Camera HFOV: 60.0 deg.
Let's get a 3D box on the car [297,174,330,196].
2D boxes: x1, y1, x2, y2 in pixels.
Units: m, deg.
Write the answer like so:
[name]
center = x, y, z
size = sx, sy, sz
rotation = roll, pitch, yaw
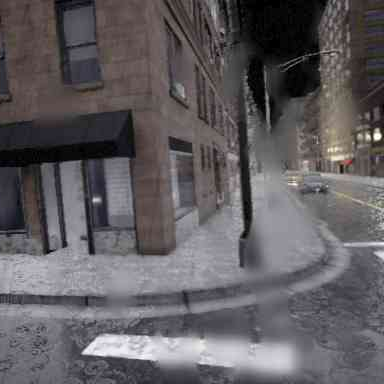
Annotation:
[car]
center = 9.159, -0.565, 25.369
size = 1.837, 1.490, 4.892
rotation = -3, 4, 12
